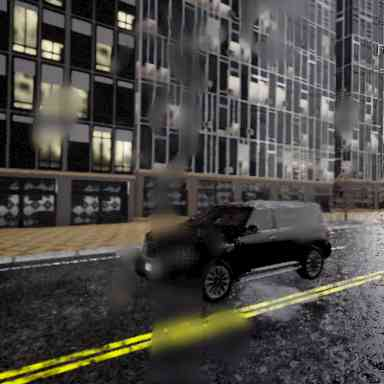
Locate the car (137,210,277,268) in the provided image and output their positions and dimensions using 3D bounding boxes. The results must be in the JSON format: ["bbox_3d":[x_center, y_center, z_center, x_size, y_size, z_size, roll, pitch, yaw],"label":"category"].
[{"bbox_3d":[0.689,1.526,12.140,5.008,1.535,1.882,1,0,-35],"label":"car"}]

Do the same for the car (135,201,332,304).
[{"bbox_3d":[1.345,1.261,8.627,5.566,2.045,2.150,0,0,-36],"label":"car"}]
